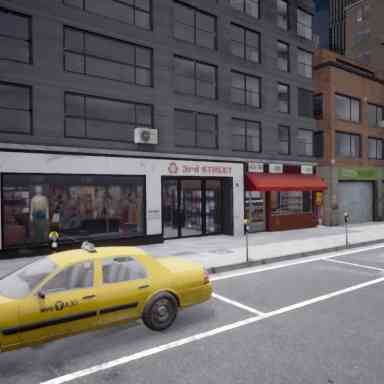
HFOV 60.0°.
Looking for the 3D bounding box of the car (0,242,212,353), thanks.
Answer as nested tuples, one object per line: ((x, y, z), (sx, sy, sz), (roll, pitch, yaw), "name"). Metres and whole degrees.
((-1.912, 1.525, 5.295), (4.829, 1.417, 1.752), (0, -1, -35), "car")
